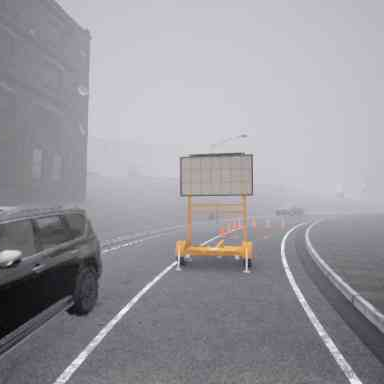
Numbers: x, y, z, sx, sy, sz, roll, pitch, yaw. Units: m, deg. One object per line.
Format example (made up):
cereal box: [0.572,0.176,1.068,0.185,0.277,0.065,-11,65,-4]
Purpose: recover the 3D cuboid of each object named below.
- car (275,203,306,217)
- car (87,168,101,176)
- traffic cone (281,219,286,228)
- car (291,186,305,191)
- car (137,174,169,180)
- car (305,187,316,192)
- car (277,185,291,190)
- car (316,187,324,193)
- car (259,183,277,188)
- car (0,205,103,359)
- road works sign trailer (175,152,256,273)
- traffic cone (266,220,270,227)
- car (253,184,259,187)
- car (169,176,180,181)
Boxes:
car: [11.379,2.072,38.375,1.882,1.535,5.008,-4,-4,41]
car: [-16.329,-2.840,50.923,4.553,1.767,2.185,2,-5,-33]
traffic cone: [6.253,2.136,22.862,0.340,0.580,0.340,-2,-1,17]
car: [24.048,-0.561,79.814,4.892,1.521,2.231,4,-6,-40]
car: [-7.134,-2.324,56.832,4.892,1.521,2.231,2,-5,-33]
car: [28.275,-0.377,83.539,4.553,1.767,2.185,4,-6,-41]
car: [19.901,-0.795,76.328,4.674,1.452,2.002,4,-6,-39]
car: [32.416,-0.166,87.320,5.566,2.045,2.435,5,-6,-42]
car: [15.605,-1.075,72.875,4.792,1.488,2.163,3,-6,-38]
car: [-3.144,1.258,4.822,2.150,2.045,5.566,-1,-1,6]
road works sign trailer: [0.841,0.530,11.035,2.380,3.560,2.880,-1,-1,12]
traffic cone: [5.299,2.165,23.152,0.340,0.580,0.340,-2,-1,17]
car: [11.078,-1.502,69.387,4.553,1.767,2.185,3,-6,-36]
car: [-2.500,-2.115,59.824,4.892,1.521,2.231,3,-5,-33]
